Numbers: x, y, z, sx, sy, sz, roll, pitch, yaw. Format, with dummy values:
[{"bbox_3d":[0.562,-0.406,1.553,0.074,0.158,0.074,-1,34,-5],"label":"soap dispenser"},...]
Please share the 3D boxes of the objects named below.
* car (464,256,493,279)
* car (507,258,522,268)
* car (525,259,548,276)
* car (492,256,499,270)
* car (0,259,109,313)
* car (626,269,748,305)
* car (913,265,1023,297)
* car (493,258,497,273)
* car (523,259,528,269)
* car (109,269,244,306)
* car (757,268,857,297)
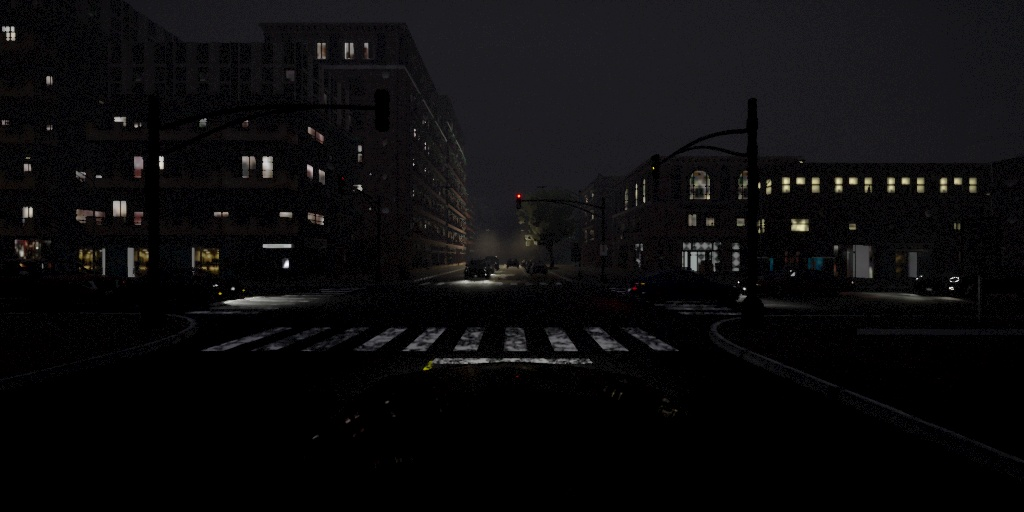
[{"bbox_3d":[-3.056,1.124,32.274,2.097,1.767,4.553,0,0,-1],"label":"car"},{"bbox_3d":[0.133,1.177,62.050,2.097,1.767,4.553,0,0,0],"label":"car"},{"bbox_3d":[2.709,1.330,36.812,2.007,1.370,4.403,0,0,0],"label":"car"},{"bbox_3d":[-3.063,1.028,53.204,2.150,2.045,5.566,0,0,1],"label":"car"},{"bbox_3d":[-17.270,1.013,13.103,5.009,1.841,2.192,0,0,0],"label":"car"},{"bbox_3d":[7.480,1.311,15.854,4.674,1.442,1.812,1,0,0],"label":"car"},{"bbox_3d":[24.533,1.219,19.166,4.553,1.767,2.097,0,0,0],"label":"car"},{"bbox_3d":[-3.077,1.314,42.572,1.812,1.442,4.674,0,0,0],"label":"car"},{"bbox_3d":[2.712,1.228,42.509,1.967,1.591,4.097,0,0,0],"label":"car"},{"bbox_3d":[-14.429,1.271,15.848,4.181,1.385,1.994,0,0,-4],"label":"car"},{"bbox_3d":[15.033,1.372,19.105,5.357,1.411,2.033,0,0,0],"label":"car"}]
